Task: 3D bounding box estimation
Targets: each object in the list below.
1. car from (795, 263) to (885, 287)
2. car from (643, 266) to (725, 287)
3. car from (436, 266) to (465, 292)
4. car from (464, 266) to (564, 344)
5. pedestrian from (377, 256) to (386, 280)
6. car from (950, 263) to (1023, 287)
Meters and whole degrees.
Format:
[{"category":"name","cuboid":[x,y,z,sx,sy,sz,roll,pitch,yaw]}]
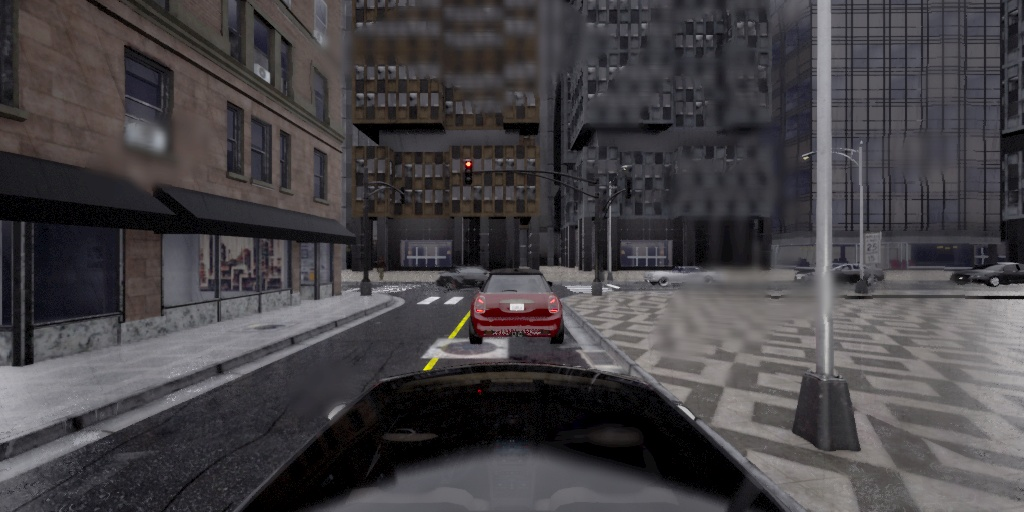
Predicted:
[{"category":"car","cuboid":[21.388,1.210,23.533,4.902,1.511,2.128,0,0,1]},{"category":"car","cuboid":[11.195,1.333,23.647,4.718,1.301,1.895,0,0,1]},{"category":"car","cuboid":[-2.007,1.275,20.586,4.674,1.442,1.812,0,0,1]},{"category":"car","cuboid":[0.069,1.102,9.731,2.097,1.767,4.553,0,0,-1]},{"category":"pedestrian","cuboid":[-9.838,0.903,26.913,0.375,1.860,0.375,0,0,1]},{"category":"car","cuboid":[31.807,1.210,23.409,4.892,1.490,1.837,0,0,1]}]
